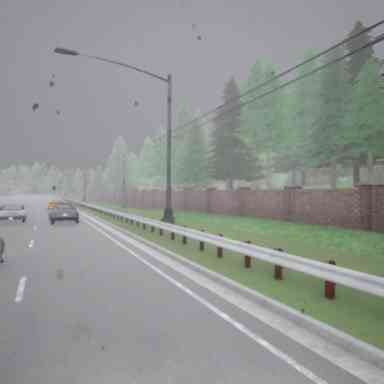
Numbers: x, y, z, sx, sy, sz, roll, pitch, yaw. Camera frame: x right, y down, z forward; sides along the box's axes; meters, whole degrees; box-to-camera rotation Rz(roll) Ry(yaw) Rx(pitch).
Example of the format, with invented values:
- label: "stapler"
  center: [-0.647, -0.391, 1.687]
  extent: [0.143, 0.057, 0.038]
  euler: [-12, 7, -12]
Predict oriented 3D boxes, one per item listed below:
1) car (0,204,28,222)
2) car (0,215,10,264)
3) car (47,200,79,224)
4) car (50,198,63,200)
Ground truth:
- label: "car"
  center: [-13.653, 1.572, 25.487]
  extent: [1.895, 1.301, 4.718]
  euler: [1, 0, -24]
- label: "car"
  center: [-6.300, 1.542, 8.945]
  extent: [1.994, 1.385, 4.181]
  euler: [1, 0, -24]
- label: "car"
  center: [-9.748, 1.566, 25.301]
  extent: [1.994, 1.385, 4.181]
  euler: [1, 0, -24]
- label: "car"
  center: [-16.522, 1.473, 40.550]
  extent: [1.882, 1.535, 5.008]
  euler: [1, 0, -24]
